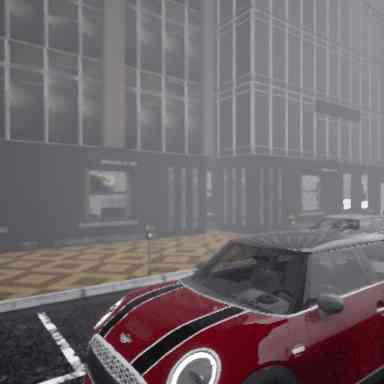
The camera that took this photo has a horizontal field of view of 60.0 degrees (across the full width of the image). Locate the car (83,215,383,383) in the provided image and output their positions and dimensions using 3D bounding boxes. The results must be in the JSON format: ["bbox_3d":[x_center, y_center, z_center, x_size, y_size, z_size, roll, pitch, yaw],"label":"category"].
[{"bbox_3d":[1.077,1.344,4.146,4.553,1.767,2.097,0,0,-35],"label":"car"}]

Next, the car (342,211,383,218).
[{"bbox_3d":[4.564,1.416,9.987,4.097,1.590,1.967,0,0,-35],"label":"car"}]
